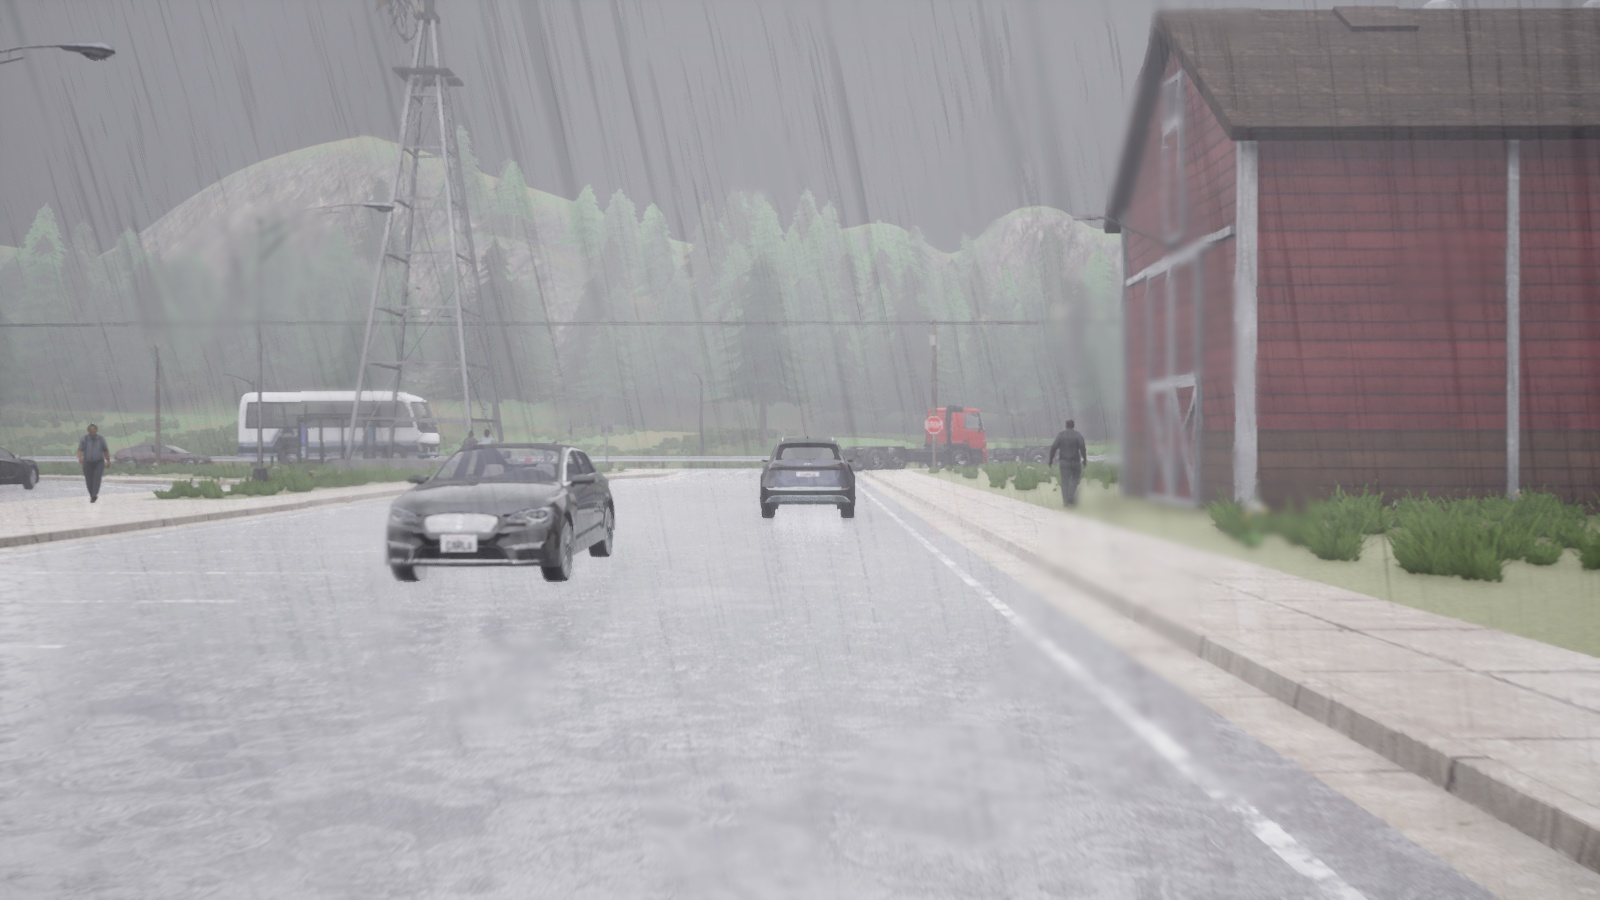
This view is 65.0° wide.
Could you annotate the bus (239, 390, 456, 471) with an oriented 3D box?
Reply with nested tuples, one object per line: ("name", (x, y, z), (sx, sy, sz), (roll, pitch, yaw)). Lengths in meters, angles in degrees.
("bus", (-24.183, -1.030, 67.554), (10.273, 4.253, 3.944), (0, 0, 1))

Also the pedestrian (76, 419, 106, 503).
("pedestrian", (-15.764, 0.241, 27.935), (0.540, 1.848, 0.694), (0, 0, -26))

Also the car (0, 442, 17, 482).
("car", (-32.558, 0.449, 48.029), (4.792, 1.488, 2.163), (0, 0, 25))

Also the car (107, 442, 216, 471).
("car", (-34.385, 0.337, 67.732), (4.792, 1.488, 2.163), (0, 0, -9))

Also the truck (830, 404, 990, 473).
("truck", (5.801, -0.603, 65.983), (7.936, 3.462, 2.891), (0, 0, -25))

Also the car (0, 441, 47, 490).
("car", (-25.797, 0.483, 39.178), (1.882, 1.535, 5.008), (0, 0, -4))

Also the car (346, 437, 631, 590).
("car", (-3.401, 0.616, 14.850), (2.128, 1.511, 4.902), (0, 0, 0))

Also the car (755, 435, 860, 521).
("car", (0.165, 0.526, 26.730), (2.033, 1.649, 4.856), (0, 0, 0))

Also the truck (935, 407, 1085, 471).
("truck", (11.674, -0.621, 70.227), (7.936, 3.462, 2.891), (0, 0, 1))

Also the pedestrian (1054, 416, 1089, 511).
("pedestrian", (5.464, 0.261, 25.252), (0.563, 1.883, 0.849), (0, 0, 22))
